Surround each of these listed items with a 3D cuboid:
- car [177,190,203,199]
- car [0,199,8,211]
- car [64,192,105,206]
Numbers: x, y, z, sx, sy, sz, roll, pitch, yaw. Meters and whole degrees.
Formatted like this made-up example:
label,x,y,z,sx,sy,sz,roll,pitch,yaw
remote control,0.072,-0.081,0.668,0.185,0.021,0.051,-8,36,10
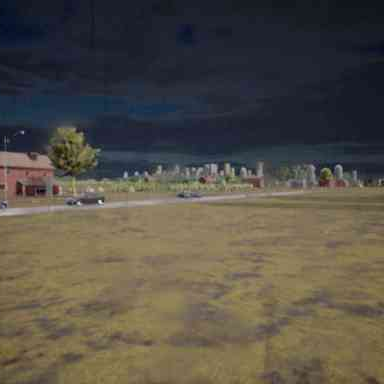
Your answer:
label,x,y,z,sx,sy,sz,roll,pitch,yaw
car,-0.249,0.426,55.170,2.033,1.411,5.357,2,2,36
car,-18.816,1.088,29.644,1.994,1.385,4.181,2,2,34
car,-12.359,0.808,38.547,1.837,1.490,4.892,2,2,36
